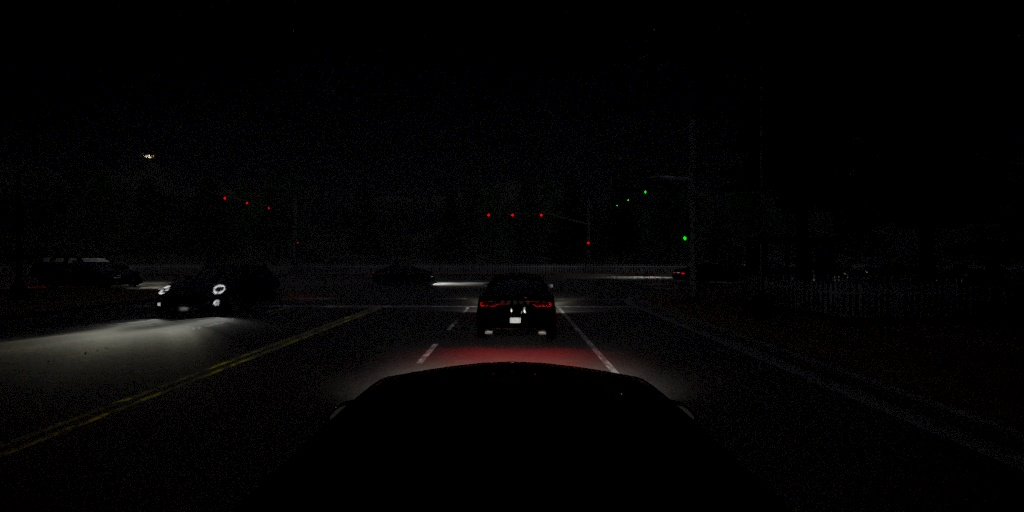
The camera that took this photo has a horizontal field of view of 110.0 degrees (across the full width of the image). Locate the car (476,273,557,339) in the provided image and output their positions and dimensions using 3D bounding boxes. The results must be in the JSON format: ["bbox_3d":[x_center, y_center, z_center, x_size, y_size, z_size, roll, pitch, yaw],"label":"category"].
[{"bbox_3d":[0.173,1.228,10.149,1.882,1.535,5.008,0,0,2],"label":"car"}]

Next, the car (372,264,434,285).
[{"bbox_3d":[-7.685,1.285,25.467,4.181,1.385,1.994,0,0,0],"label":"car"}]

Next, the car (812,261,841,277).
[{"bbox_3d":[27.748,1.186,32.309,4.902,1.511,2.128,0,0,2],"label":"car"}]

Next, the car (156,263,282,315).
[{"bbox_3d":[-10.784,1.103,13.612,2.097,1.767,4.553,0,0,-9],"label":"car"}]

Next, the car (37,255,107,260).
[{"bbox_3d":[-30.587,0.915,25.578,5.566,2.045,2.150,0,0,0],"label":"car"}]

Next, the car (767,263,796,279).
[{"bbox_3d":[20.235,1.242,29.010,5.357,1.411,2.033,0,0,-1],"label":"car"}]

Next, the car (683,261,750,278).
[{"bbox_3d":[18.417,1.186,32.487,4.902,1.511,2.128,0,0,1],"label":"car"}]

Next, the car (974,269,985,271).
[{"bbox_3d":[39.925,1.172,27.570,5.008,1.535,1.882,0,0,14],"label":"car"}]

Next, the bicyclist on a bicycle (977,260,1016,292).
[{"bbox_3d":[22.821,0.995,17.011,0.582,1.620,1.656,0,0,0],"label":"bicyclist on a bicycle"}]

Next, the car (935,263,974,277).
[{"bbox_3d":[37.672,1.295,31.591,4.718,1.301,1.895,0,0,9],"label":"car"}]

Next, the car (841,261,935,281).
[{"bbox_3d":[29.988,1.172,28.739,5.008,1.535,1.882,0,0,3],"label":"car"}]

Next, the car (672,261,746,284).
[{"bbox_3d":[14.248,1.242,25.343,5.357,1.411,2.033,0,0,0],"label":"car"}]

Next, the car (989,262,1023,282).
[{"bbox_3d":[36.547,1.220,24.571,4.674,1.442,1.812,0,0,8],"label":"car"}]

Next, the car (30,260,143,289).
[{"bbox_3d":[-25.773,1.172,22.058,5.008,1.535,1.882,0,0,0],"label":"car"}]
